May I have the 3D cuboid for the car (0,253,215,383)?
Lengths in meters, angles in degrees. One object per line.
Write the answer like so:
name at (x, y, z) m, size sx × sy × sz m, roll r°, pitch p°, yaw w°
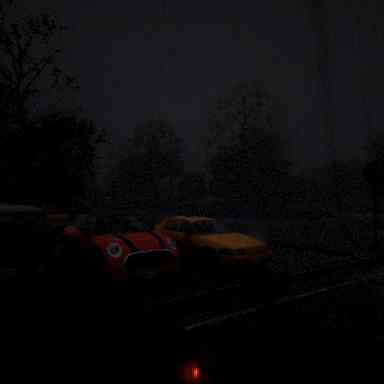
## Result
car at (-2.361, 1.547, 1.996) m, size 5.357 × 1.411 × 2.033 m, roll 0°, pitch 0°, yaw -36°

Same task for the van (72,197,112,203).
van at (-6.460, 1.282, 21.637) m, size 1.878 × 1.987 × 4.442 m, roll 1°, pitch 0°, yaw -36°

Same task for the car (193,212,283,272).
car at (0.238, 1.499, 11.257) m, size 1.946 × 1.575 × 5.366 m, roll 1°, pitch 0°, yaw -36°

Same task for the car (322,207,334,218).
car at (12.886, 1.824, 35.777) m, size 2.185 × 1.767 × 4.553 m, roll 2°, pitch -1°, yaw -36°

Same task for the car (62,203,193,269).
car at (-2.253, 1.355, 9.724) m, size 2.185 × 1.767 × 4.553 m, roll 1°, pitch 0°, yaw -36°

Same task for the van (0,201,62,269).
van at (-4.764, 1.245, 8.014) m, size 1.878 × 1.987 × 4.442 m, roll 0°, pitch 0°, yaw -36°

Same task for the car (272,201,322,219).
car at (10.340, 1.914, 33.882) m, size 2.002 × 1.452 × 4.674 m, roll 2°, pitch -1°, yaw -36°

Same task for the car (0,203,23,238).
car at (-11.060, 1.471, 18.686) m, size 1.946 × 1.575 × 5.366 m, roll 0°, pitch 0°, yaw -36°
